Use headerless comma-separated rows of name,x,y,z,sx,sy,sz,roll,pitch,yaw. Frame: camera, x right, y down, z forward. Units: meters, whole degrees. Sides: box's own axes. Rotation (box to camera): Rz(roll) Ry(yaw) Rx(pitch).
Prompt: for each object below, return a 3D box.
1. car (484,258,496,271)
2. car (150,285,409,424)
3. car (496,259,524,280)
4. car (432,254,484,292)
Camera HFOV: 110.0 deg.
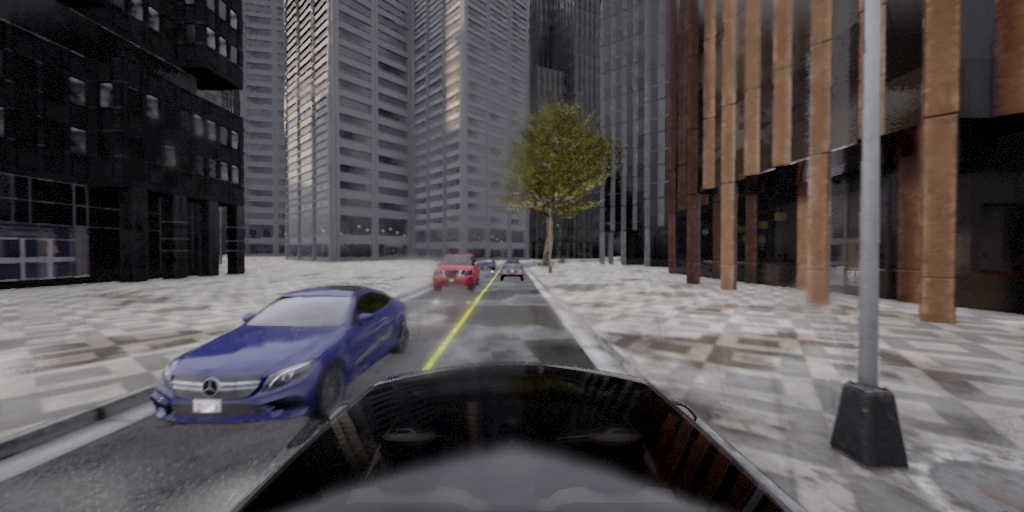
car,-2.979,0.989,44.115,1.812,1.442,4.674,0,0,1
car,-3.094,1.256,5.977,1.812,1.442,4.674,0,0,0
car,0.014,1.142,28.792,2.033,1.411,5.357,0,0,0
car,-3.084,0.871,21.017,2.150,2.045,5.566,0,0,0
